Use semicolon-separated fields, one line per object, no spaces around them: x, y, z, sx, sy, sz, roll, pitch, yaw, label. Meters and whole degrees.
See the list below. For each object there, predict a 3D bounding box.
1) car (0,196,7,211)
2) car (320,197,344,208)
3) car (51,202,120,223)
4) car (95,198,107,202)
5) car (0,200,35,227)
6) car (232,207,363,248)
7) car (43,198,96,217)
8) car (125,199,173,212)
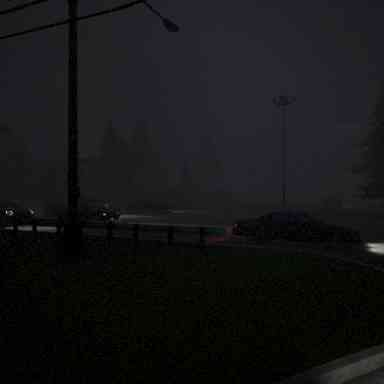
-24.583;1.351;39.791;4.553;1.767;2.097;0;0;25;car
20.141;1.487;47.888;4.892;1.490;1.837;0;2;-45;car
-7.582;1.599;24.172;4.718;1.301;1.895;0;0;25;car
-9.318;1.348;32.696;4.553;1.767;2.097;0;0;25;car
-13.044;1.352;22.850;4.553;1.767;2.097;0;0;25;car
4.525;1.542;14.688;5.357;1.411;2.033;0;0;25;car
-11.246;1.523;29.731;4.674;1.442;1.812;0;0;25;car
-4.951;1.541;38.364;5.357;1.411;2.033;0;0;2;car
